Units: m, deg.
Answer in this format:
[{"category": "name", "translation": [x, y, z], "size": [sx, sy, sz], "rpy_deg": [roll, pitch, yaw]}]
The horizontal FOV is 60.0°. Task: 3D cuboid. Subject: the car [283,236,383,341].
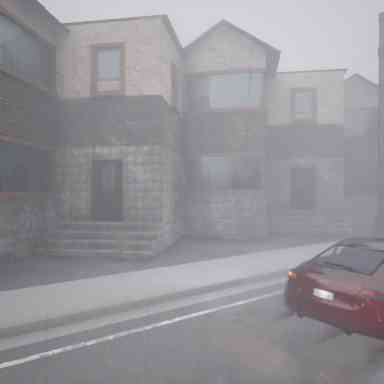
[{"category": "car", "translation": [3.682, 1.564, 6.364], "size": [4.181, 1.385, 1.994], "rpy_deg": [0, 0, -36]}]
